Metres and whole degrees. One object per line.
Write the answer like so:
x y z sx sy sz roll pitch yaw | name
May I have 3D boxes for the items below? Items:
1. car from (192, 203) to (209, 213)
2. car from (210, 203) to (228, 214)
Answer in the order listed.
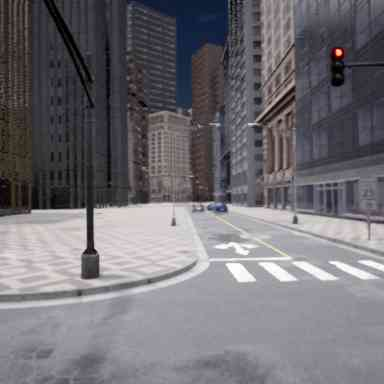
0.964 2.426 52.321 2.128 1.511 4.902 -1 -1 -2 | car
4.103 2.298 48.257 1.882 1.535 5.008 -1 -1 -1 | car
